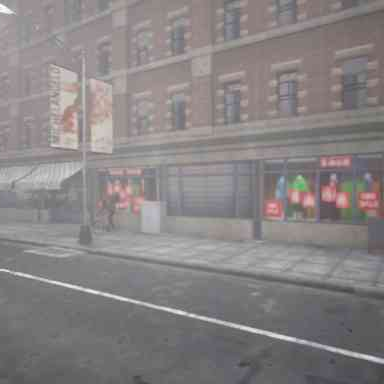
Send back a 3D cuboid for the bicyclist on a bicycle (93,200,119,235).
[{"bbox_3d":[-4.087,1.197,15.872,0.582,1.620,1.656,0,1,33],"label":"bicyclist on a bicycle"}]
